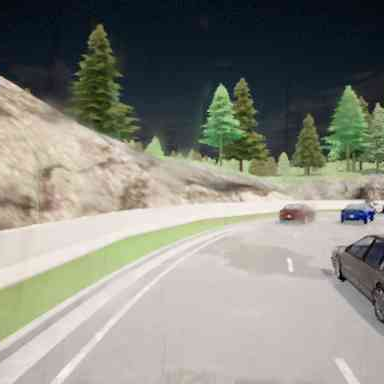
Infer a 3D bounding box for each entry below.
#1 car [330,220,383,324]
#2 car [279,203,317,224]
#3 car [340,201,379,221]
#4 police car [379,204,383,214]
[{"bbox_3d":[4.410,1.610,6.969,2.033,1.411,5.357,0,0,10],"label":"car"},{"bbox_3d":[8.428,1.632,26.278,1.882,1.535,5.008,0,0,33],"label":"car"},{"bbox_3d":[13.435,1.682,26.836,1.882,1.535,5.008,0,0,37],"label":"car"},{"bbox_3d":[20.932,1.816,38.900,4.974,1.542,2.038,1,0,-36],"label":"police car"}]
